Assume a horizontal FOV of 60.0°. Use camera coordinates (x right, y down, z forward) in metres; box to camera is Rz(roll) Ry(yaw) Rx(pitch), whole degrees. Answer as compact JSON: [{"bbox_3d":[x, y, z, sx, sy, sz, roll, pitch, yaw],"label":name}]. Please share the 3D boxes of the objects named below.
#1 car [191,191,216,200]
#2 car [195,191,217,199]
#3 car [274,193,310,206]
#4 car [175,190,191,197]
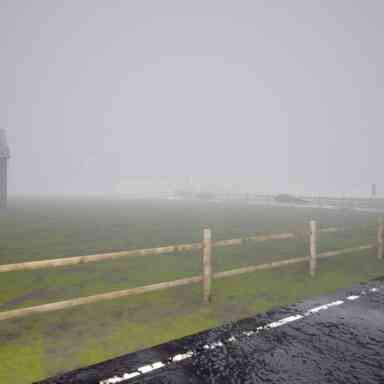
[{"bbox_3d":[2.346,0.720,59.787,1.994,1.385,4.181,0,1,-35],"label":"car"},{"bbox_3d":[2.729,0.597,65.443,1.837,1.490,4.892,0,1,-35],"label":"car"},{"bbox_3d":[13.305,0.972,44.371,1.882,1.535,5.008,0,1,-36],"label":"car"},{"bbox_3d":[-1.836,0.362,71.785,1.837,1.490,4.892,0,1,-36],"label":"car"}]
